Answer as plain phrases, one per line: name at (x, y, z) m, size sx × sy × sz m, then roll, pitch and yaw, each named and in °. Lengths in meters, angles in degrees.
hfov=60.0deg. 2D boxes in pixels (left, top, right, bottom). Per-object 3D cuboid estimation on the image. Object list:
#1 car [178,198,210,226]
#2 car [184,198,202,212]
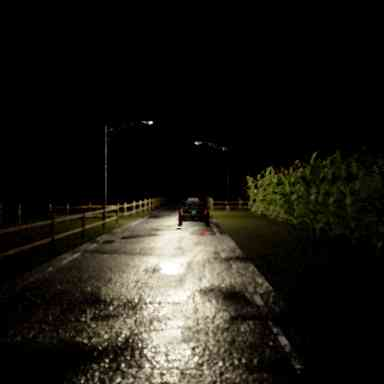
car at (0.115, 1.362, 23.764) m, size 2.097 × 1.767 × 4.553 m, roll 0°, pitch 0°, yaw 0°
car at (0.126, 1.510, 40.810) m, size 2.128 × 1.511 × 4.902 m, roll 0°, pitch 0°, yaw 0°
